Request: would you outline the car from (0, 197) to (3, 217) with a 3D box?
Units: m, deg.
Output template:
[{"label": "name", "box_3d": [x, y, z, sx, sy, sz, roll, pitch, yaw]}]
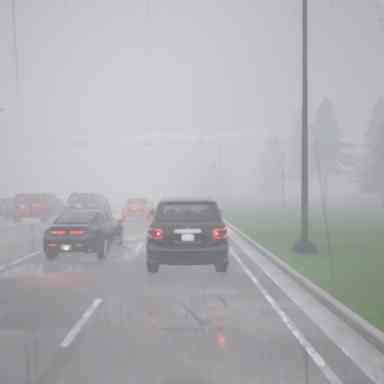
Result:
[{"label": "car", "box_3d": [-14.608, 1.196, 26.338, 2.097, 1.767, 4.553, 0, 0, -2]}]

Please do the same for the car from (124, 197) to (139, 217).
[{"label": "car", "box_3d": [-4.088, 1.180, 25.805, 2.097, 1.767, 4.553, 0, 0, -2]}]

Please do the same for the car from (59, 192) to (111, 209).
[{"label": "car", "box_3d": [-7.555, 1.058, 24.625, 2.150, 2.045, 5.566, 0, 0, -2]}]

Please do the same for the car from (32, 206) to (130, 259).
[{"label": "car", "box_3d": [-3.732, 1.421, 12.168, 1.837, 1.490, 4.892, 0, -1, -1]}]

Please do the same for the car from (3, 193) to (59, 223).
[{"label": "car", "box_3d": [-11.049, 1.074, 24.247, 2.150, 2.045, 5.566, 0, 0, -2]}]

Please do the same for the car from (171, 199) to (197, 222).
[{"label": "car", "box_3d": [-0.579, 1.349, 25.552, 1.812, 1.442, 4.674, 0, 0, -1]}]

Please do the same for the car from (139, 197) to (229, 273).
[{"label": "car", "box_3d": [-0.158, 1.148, 10.531, 2.150, 2.045, 5.566, 0, 0, -1]}]
